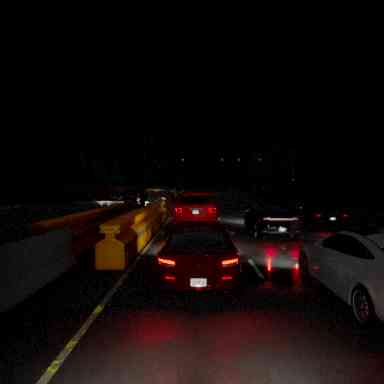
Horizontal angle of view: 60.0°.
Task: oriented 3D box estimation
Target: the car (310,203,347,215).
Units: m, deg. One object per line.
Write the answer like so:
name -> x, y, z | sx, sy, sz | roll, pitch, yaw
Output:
car -> 7.208, 1.306, 18.991 | 1.994, 1.385, 4.181 | 0, 1, 0

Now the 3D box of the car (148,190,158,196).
car -> -9.888, 0.317, 83.723 | 1.994, 1.385, 4.181 | 0, 1, 0

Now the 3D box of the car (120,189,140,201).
car -> -10.208, 0.692, 53.959 | 1.882, 1.535, 5.008 | 0, 1, 1

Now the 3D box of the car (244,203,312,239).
car -> 3.685, 1.281, 15.904 | 2.128, 1.511, 4.902 | 0, 1, 0

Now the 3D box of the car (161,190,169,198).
car -> -6.504, 0.488, 68.888 | 1.837, 1.490, 4.892 | 0, 1, 0

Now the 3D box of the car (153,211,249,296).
car -> 0.136, 1.430, 8.290 | 1.812, 1.442, 4.674 | 0, 1, 0

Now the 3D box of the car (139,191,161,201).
car -> -6.708, 0.704, 54.103 | 2.128, 1.511, 4.902 | 0, 1, 1

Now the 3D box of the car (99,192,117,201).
car -> -13.819, 0.766, 54.746 | 1.994, 1.385, 4.181 | 0, 1, 3

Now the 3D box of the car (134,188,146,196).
car -> -13.373, -0.039, 85.606 | 2.150, 2.045, 5.566 | 0, 1, 0

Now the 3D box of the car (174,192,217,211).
car -> 0.194, 0.981, 17.887 | 2.150, 2.045, 5.566 | 0, 1, 0

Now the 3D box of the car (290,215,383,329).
car -> 3.625, 1.455, 6.656 | 1.812, 1.442, 4.674 | 0, 1, 0
